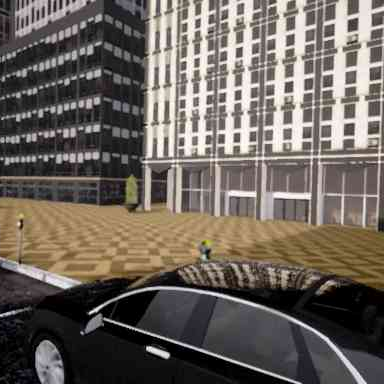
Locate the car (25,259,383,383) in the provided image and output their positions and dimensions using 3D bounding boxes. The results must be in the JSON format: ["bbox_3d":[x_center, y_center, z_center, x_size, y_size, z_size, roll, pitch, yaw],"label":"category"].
[{"bbox_3d":[0.272,1.451,3.252,4.892,1.490,1.837,2,1,36],"label":"car"}]
